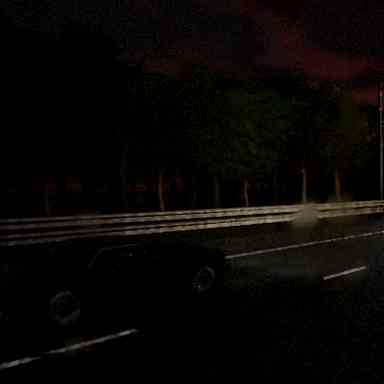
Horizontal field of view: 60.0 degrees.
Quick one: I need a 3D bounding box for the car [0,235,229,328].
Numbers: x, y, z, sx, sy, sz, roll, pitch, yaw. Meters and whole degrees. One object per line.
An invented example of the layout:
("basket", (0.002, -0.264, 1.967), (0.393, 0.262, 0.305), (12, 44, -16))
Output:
("car", (-1.509, 1.584, 6.977), (4.718, 1.301, 1.895), (0, 0, -36))
